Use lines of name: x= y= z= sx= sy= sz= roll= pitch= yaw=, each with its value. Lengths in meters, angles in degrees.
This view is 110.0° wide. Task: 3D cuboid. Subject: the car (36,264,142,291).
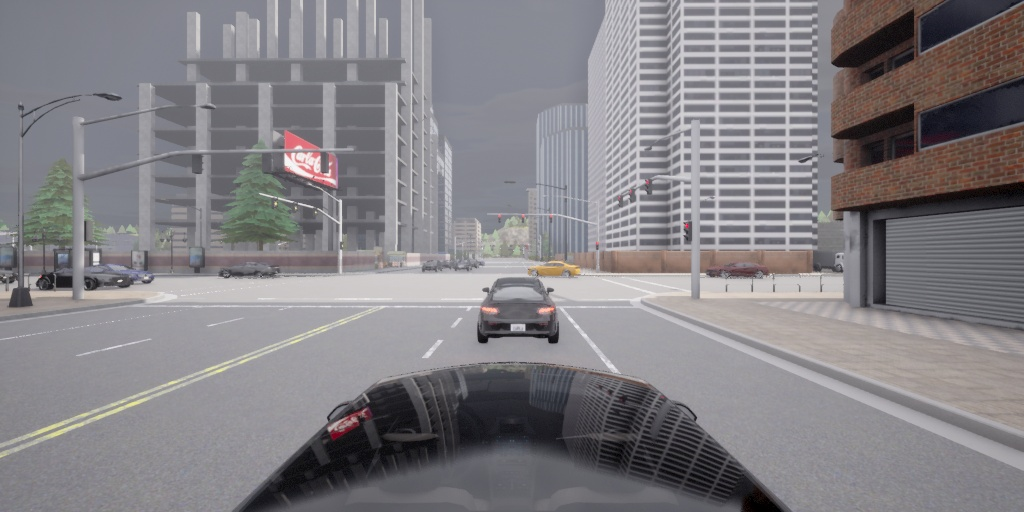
car: x=-25.501 y=1.314 z=21.518 sx=4.181 sy=1.385 sz=1.994 roll=0 pitch=0 yaw=0

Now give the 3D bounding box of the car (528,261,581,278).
car: x=3.955 y=1.227 z=33.637 sx=5.008 sy=1.535 sz=1.882 roll=0 pitch=1 yaw=24

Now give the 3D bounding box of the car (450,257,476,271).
car: x=-6.533 y=1.241 z=48.558 sx=2.128 sy=1.511 sz=4.902 roll=0 pitch=0 yaw=1

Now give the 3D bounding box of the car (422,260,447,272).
car: x=-10.073 y=1.255 z=45.653 sx=1.837 sy=1.490 sz=4.892 roll=0 pitch=0 yaw=1

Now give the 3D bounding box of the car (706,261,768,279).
car: x=19.937 y=1.227 z=31.901 sx=5.008 sy=1.535 sz=1.882 roll=0 pitch=0 yaw=0

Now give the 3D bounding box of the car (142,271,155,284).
car: x=-27.853 y=1.276 z=25.035 sx=4.674 sy=1.442 sz=1.812 roll=0 pitch=0 yaw=0

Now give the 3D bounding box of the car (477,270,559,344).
car: x=0.161 y=1.276 z=9.513 sx=1.812 sy=1.442 sz=4.674 roll=0 pitch=0 yaw=1

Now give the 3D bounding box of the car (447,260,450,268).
car: x=-9.950 y=1.297 z=55.389 sx=2.033 sy=1.411 sz=5.357 roll=0 pitch=0 yaw=1

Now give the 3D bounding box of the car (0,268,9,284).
car: x=-34.199 y=1.102 z=21.581 sx=4.553 sy=1.767 sz=2.097 roll=0 pitch=0 yaw=0

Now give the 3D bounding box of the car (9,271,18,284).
car: x=-37.843 y=1.255 z=25.108 sx=4.892 sy=1.490 sz=1.837 roll=0 pitch=0 yaw=0

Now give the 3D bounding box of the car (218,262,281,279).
car: x=-23.537 y=1.241 z=32.205 sx=4.902 sy=1.511 sz=2.128 roll=0 pitch=0 yaw=0

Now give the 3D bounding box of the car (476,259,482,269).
car: x=-6.409 y=1.255 z=57.930 sx=1.837 sy=1.490 sz=4.892 roll=0 pitch=0 yaw=1
